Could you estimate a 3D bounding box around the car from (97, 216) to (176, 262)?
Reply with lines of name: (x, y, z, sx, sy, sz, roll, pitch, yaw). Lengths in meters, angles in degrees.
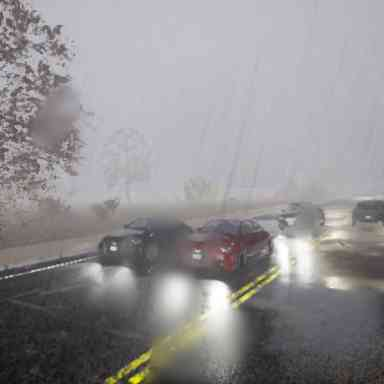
car: (-1.519, 1.631, 12.543, 1.994, 1.385, 4.181, -2, 0, 32)

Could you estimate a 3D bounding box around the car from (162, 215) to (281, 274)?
car: (1.159, 1.556, 10.707, 1.994, 1.385, 4.181, -2, 0, 31)

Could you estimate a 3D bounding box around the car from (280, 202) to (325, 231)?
car: (6.502, 1.360, 19.517, 2.128, 1.511, 4.902, -2, 0, 32)

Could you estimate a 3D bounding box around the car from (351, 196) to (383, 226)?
car: (11.247, 1.223, 20.944, 1.882, 1.535, 5.008, -2, 0, 31)
